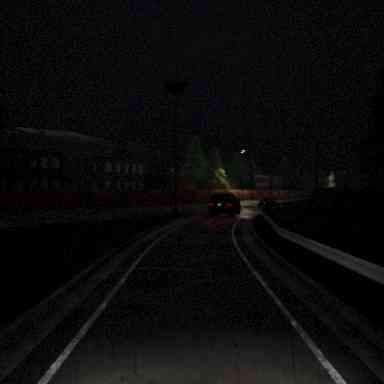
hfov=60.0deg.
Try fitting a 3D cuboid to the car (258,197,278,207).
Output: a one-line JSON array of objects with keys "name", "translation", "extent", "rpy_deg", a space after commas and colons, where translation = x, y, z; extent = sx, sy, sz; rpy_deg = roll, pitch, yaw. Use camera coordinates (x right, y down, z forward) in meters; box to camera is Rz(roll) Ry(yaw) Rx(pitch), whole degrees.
[{"name": "car", "translation": [11.253, 1.483, 49.026], "extent": [1.994, 1.385, 4.181], "rpy_deg": [0, 0, 29]}]

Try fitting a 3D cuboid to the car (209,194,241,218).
[{"name": "car", "translation": [3.057, 1.172, 30.338], "extent": [2.150, 2.045, 5.566], "rpy_deg": [0, 0, 16]}]
